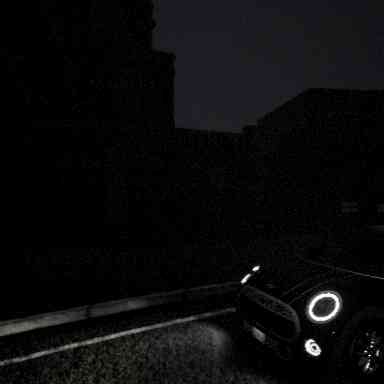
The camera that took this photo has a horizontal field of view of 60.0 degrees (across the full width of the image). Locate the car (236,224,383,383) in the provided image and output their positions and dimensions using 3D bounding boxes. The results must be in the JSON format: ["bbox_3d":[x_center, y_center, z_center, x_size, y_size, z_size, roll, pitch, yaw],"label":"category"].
[{"bbox_3d":[2.987,1.341,5.335,4.553,1.767,2.097,0,0,-22],"label":"car"}]
